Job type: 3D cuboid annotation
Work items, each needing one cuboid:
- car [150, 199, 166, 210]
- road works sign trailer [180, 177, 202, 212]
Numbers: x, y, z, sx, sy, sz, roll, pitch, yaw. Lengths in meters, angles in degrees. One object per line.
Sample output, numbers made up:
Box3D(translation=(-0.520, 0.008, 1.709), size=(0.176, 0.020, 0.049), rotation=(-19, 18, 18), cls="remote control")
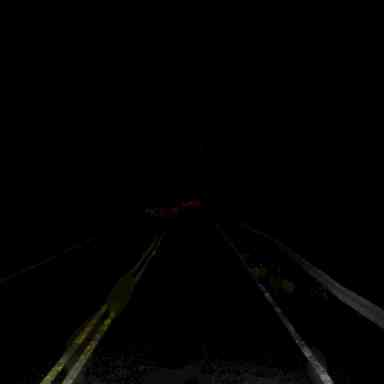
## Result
Box3D(translation=(-4.403, 1.553, 42.541), size=(1.994, 1.385, 4.181), rotation=(0, 0, -8), cls="car")
Box3D(translation=(-0.132, -0.072, 37.885), size=(2.380, 3.560, 2.880), rotation=(-2, 28, -1), cls="road works sign trailer")
